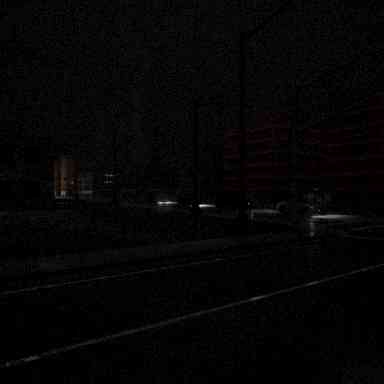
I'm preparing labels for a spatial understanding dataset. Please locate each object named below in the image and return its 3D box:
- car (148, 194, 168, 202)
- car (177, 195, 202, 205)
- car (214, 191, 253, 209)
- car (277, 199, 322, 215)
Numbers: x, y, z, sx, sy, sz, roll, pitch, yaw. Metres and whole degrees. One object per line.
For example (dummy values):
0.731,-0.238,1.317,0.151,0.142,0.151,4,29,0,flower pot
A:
-5.832,0.954,56.465,1.994,1.385,4.181,0,1,-34,car
-0.390,1.125,48.497,1.994,1.385,4.181,0,1,-34,car
4.972,0.948,40.669,2.150,2.045,5.566,0,1,-35,car
10.446,1.391,32.665,1.812,1.442,4.674,0,1,-34,car
